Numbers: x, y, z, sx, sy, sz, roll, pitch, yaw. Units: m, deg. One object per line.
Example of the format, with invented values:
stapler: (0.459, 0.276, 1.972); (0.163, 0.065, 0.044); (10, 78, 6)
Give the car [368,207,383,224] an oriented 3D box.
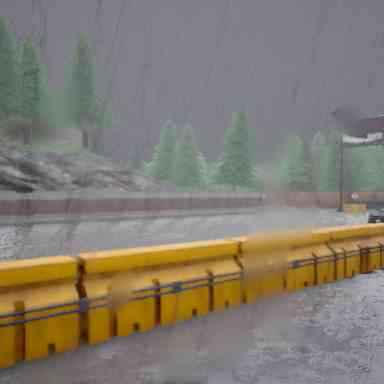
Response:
car: (13.680, 1.534, 22.137); (5.008, 1.535, 1.882); (0, 0, -34)
